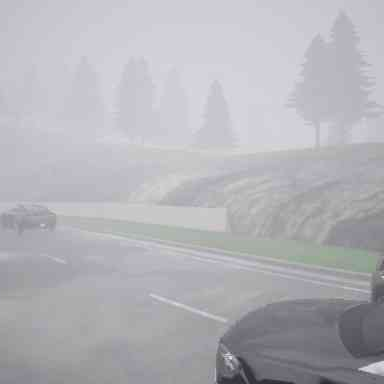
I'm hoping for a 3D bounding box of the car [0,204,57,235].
[{"bbox_3d":[-9.285,1.440,18.643,2.128,1.511,4.902,0,0,-44],"label":"car"}]

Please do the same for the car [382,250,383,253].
[{"bbox_3d":[5.535,1.226,4.419,5.566,2.045,2.150,0,0,33],"label":"car"}]

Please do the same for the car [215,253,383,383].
[{"bbox_3d":[2.460,1.494,2.348,4.902,1.511,2.128,0,0,35],"label":"car"}]
